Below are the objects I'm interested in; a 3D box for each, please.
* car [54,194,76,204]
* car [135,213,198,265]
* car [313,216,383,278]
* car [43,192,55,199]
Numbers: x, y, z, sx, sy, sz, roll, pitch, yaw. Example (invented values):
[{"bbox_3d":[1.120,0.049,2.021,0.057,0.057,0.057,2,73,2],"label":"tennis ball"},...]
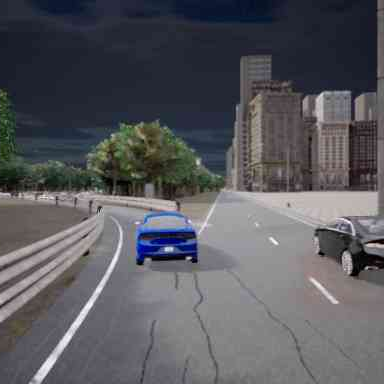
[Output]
[{"bbox_3d":[-21.261,1.162,56.584,1.837,1.490,4.892,-1,1,-40],"label":"car"},{"bbox_3d":[-0.993,1.466,11.850,1.882,1.535,5.008,-1,0,-8],"label":"car"},{"bbox_3d":[5.040,1.449,9.916,2.128,1.511,4.902,0,0,5],"label":"car"},{"bbox_3d":[-27.650,0.742,64.551,2.097,1.767,4.553,-1,1,-34],"label":"car"}]
